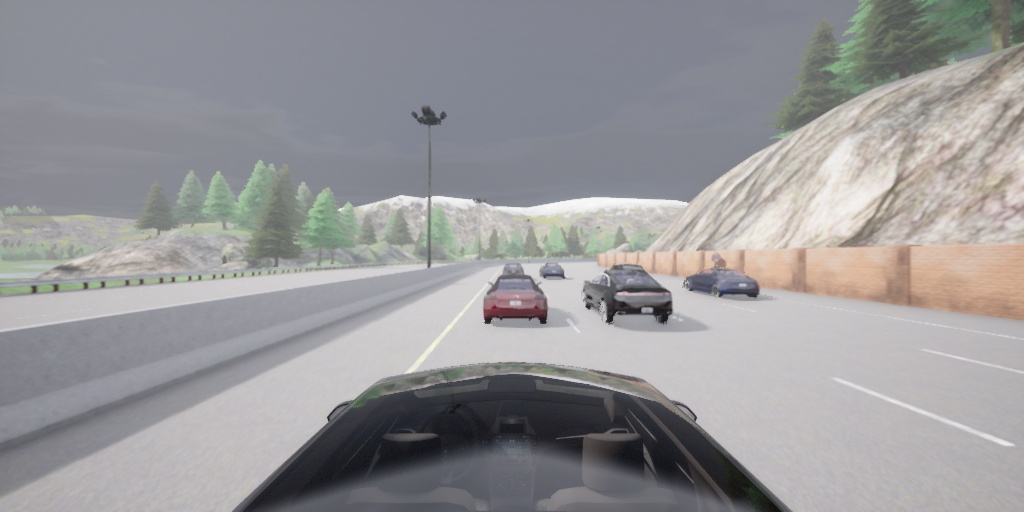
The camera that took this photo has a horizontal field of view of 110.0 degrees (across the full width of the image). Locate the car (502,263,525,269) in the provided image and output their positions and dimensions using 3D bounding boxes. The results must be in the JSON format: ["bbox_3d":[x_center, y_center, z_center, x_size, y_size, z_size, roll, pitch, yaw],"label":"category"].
[{"bbox_3d":[0.104,1.286,30.297,2.033,1.411,5.357,0,0,0],"label":"car"}]

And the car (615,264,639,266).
[{"bbox_3d":[7.101,1.246,22.708,1.837,1.490,4.892,0,0,0],"label":"car"}]

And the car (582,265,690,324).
[{"bbox_3d":[3.601,1.237,11.971,2.128,1.511,4.902,0,0,0],"label":"car"}]

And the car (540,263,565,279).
[{"bbox_3d":[3.603,1.301,32.769,1.994,1.385,4.181,0,0,0],"label":"car"}]

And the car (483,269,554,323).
[{"bbox_3d":[0.102,1.310,12.187,1.994,1.385,4.181,0,0,0],"label":"car"}]

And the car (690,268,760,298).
[{"bbox_3d":[10.603,1.307,18.467,1.994,1.385,4.181,0,0,0],"label":"car"}]
